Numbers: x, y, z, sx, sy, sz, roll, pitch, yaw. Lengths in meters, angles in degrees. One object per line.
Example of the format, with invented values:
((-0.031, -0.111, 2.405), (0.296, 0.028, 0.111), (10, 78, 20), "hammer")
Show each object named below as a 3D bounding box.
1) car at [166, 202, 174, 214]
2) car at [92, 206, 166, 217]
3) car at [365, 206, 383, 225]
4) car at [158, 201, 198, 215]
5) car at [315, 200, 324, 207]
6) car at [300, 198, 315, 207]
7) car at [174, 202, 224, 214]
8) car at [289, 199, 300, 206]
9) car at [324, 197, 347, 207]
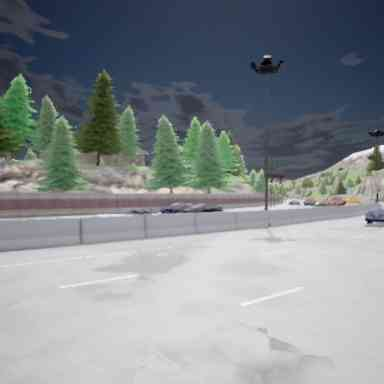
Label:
((-0.778, 1.915, 35.488), (4.718, 1.301, 1.895), (1, -1, -44), "car")
((-4.467, 1.785, 22.798), (4.718, 1.301, 1.895), (1, -1, -40), "car")
((15.386, 1.854, 26.468), (2.033, 1.411, 5.357), (0, -1, 43), "car")
((-1.605, 1.873, 39.608), (1.812, 1.442, 4.674), (0, -1, 44), "car")
((25.333, 2.233, 63.219), (1.994, 1.385, 4.181), (0, -1, 31), "car")
((24.504, 2.083, 68.945), (2.097, 1.767, 4.553), (0, -1, 29), "car")
((0.977, 1.772, 32.346), (5.008, 1.535, 1.882), (1, -1, -44), "car")
((22.480, 2.304, 72.621), (1.994, 1.385, 4.181), (0, -1, 27), "car")
((23.598, 1.810, 53.881), (2.150, 2.045, 5.566), (0, -1, 34), "car")
